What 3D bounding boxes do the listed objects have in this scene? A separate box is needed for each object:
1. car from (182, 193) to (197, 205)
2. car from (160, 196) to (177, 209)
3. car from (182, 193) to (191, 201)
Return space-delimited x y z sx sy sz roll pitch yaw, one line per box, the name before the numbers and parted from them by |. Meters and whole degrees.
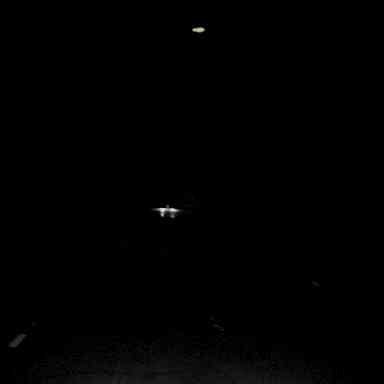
car | -0.297 1.175 53.881 1.882 1.535 5.008 3 1 -3
car | -2.883 1.234 41.055 2.033 1.411 5.357 3 0 -2
car | -1.201 0.979 71.130 1.837 1.490 4.892 3 1 -3
